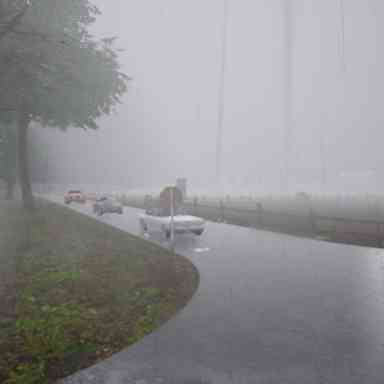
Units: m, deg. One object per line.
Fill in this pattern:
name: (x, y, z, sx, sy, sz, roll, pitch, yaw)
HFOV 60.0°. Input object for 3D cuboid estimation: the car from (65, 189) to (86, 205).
car: (-15.988, 0.651, 45.283, 2.150, 2.045, 5.566, -1, 1, -27)

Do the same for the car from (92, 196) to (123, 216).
car: (-7.330, 1.148, 28.602, 1.837, 1.490, 4.892, -1, 1, -28)

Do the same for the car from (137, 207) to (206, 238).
car: (-1.166, 1.427, 16.809, 1.895, 1.301, 4.718, -1, 1, -28)
